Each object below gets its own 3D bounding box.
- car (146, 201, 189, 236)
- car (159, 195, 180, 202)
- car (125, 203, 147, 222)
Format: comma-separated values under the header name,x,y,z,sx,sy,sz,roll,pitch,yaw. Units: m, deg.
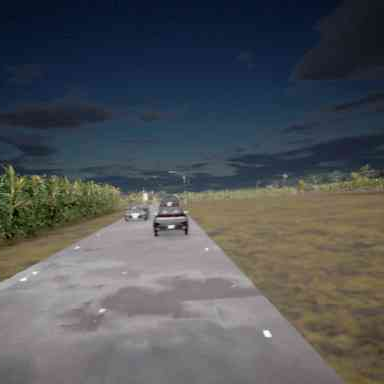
name,x,y,z,sx,sy,sz,roll,pitch,yaw
car,-1.203,1.538,18.986,2.128,1.511,4.902,-3,0,-4
car,-2.460,1.415,36.771,2.150,2.045,5.566,-3,0,-4
car,-4.736,1.747,29.140,2.128,1.511,4.902,-3,0,-4
